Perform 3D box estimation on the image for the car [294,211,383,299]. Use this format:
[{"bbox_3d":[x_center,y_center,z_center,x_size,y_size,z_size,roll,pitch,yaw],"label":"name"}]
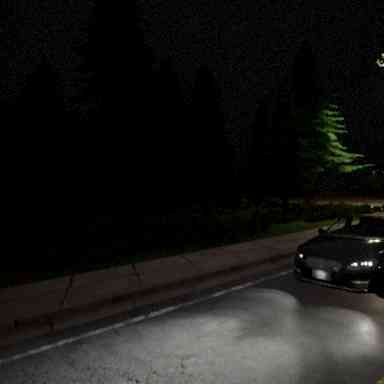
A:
[{"bbox_3d":[4.356,1.255,7.966,4.902,1.511,2.128,-2,1,-40],"label":"car"}]
